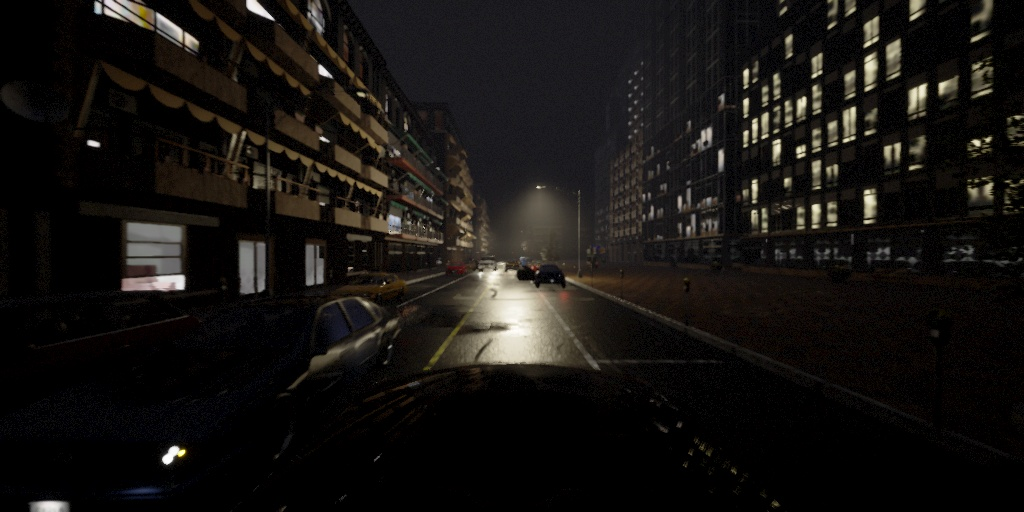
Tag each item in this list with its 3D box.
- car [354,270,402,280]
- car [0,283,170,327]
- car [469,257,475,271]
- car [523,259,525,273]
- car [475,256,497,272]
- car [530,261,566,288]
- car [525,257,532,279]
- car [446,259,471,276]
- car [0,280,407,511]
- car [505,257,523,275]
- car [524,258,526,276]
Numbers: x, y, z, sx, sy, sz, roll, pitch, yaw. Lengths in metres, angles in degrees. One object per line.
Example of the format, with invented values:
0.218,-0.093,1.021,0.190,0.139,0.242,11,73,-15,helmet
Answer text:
-5.684,1.268,14.730,1.751,1.417,4.829,0,0,0,car
-5.691,1.189,3.847,1.967,1.591,4.097,0,0,0,car
-5.665,1.269,47.890,1.751,1.417,4.829,0,0,0,car
2.716,1.325,48.054,1.802,1.307,4.207,0,0,0,car
-3.057,0.964,45.796,2.150,2.045,5.566,0,0,0,car
2.364,1.265,23.419,1.812,1.442,4.674,0,0,0,car
2.710,1.179,37.000,1.967,1.591,4.097,0,0,0,car
-5.671,1.285,37.006,1.888,1.381,4.507,0,0,0,car
-3.104,1.294,5.053,2.033,1.411,5.357,0,0,0,car
0.060,1.234,46.452,2.128,1.511,4.902,0,0,1,car
2.713,1.266,42.697,1.751,1.417,4.829,0,0,0,car
